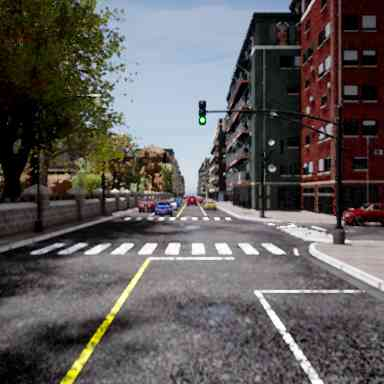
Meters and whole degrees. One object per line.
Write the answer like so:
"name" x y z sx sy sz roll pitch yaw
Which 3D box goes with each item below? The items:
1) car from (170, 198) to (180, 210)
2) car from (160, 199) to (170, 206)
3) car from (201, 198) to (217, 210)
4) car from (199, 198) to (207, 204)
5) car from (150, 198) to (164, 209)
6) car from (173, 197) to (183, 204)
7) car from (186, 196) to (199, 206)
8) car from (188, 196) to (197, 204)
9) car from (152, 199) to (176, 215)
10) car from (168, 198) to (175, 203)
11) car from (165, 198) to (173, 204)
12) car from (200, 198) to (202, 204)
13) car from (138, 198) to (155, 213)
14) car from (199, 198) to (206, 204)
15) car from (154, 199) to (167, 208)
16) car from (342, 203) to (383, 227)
"car" -3.099 1.907 47.337 1.812 1.442 4.674 0 0 1
"car" -5.680 2.166 70.887 1.802 1.307 4.206 0 0 0
"car" 2.697 1.921 48.917 1.752 1.417 4.829 0 0 0
"car" 2.702 2.226 81.957 1.887 1.381 4.507 0 -1 0
"car" -5.683 1.881 54.284 1.967 1.590 4.097 0 0 0
"car" -2.986 1.873 73.527 1.994 1.385 4.181 0 -1 0
"car" 0.014 1.786 68.561 2.150 2.045 5.566 0 0 0
"car" 0.015 1.922 78.920 2.097 1.767 4.553 0 -1 0
"car" -3.093 1.826 37.613 1.812 1.442 4.674 0 0 0
"car" -5.676 2.304 92.858 1.752 1.417 4.829 0 -1 0
"car" -5.678 2.263 81.958 1.802 1.307 4.206 0 -1 0
"car" 2.698 1.986 54.282 1.887 1.381 4.507 0 0 0
"car" -5.685 1.662 43.215 2.192 1.841 5.009 0 0 0
"car" 2.703 2.276 87.492 1.887 1.381 4.507 0 -1 0
"car" -5.682 2.033 59.818 1.887 1.381 4.507 0 0 0
"car" 14.621 1.800 26.637 5.009 1.841 2.192 1 -1 0
